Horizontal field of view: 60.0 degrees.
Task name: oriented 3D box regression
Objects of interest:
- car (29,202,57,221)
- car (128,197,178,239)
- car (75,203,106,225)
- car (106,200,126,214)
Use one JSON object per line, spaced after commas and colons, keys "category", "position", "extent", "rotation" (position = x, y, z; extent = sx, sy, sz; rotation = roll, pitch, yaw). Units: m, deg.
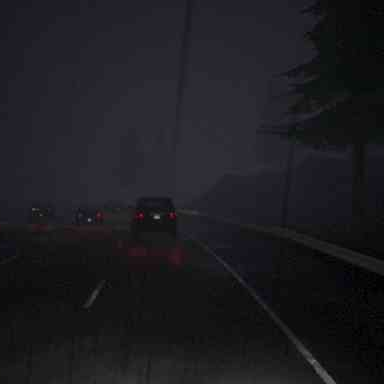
{"category": "car", "position": [-12.461, 1.570, 27.923], "extent": [2.128, 1.511, 4.902], "rotation": [0, 0, -20]}
{"category": "car", "position": [-2.158, 1.255, 17.823], "extent": [2.150, 2.045, 5.566], "rotation": [0, 0, -12]}
{"category": "car", "position": [-7.757, 1.661, 25.109], "extent": [1.895, 1.301, 4.718], "rotation": [0, 0, -18]}
{"category": "car", "position": [-8.630, 1.606, 36.756], "extent": [1.812, 1.442, 4.674], "rotation": [0, 0, -25]}
